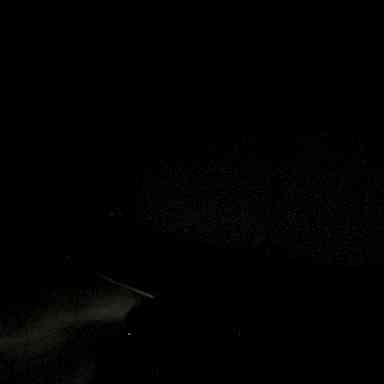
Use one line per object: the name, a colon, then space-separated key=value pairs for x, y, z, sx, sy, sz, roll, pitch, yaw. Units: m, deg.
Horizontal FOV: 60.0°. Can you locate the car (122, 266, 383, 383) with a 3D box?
car: x=1.467 y=1.486 z=3.112 sx=5.008 sy=1.535 sz=1.882 roll=0 pitch=0 yaw=37

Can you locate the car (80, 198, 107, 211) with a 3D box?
car: x=-11.908 y=1.531 z=41.247 sx=1.882 sy=1.535 sz=5.008 roll=0 pitch=0 yaw=13

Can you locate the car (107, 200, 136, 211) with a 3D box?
car: x=-8.300 y=1.661 z=41.590 sx=1.895 sy=1.301 sz=4.718 roll=0 pitch=0 yaw=14

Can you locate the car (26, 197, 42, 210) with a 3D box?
car: x=-18.745 y=1.537 z=43.638 sx=2.128 sy=1.511 sz=4.902 roll=0 pitch=0 yaw=14

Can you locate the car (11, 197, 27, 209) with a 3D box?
car: x=-22.567 y=1.389 z=42.485 sx=2.097 sy=1.767 sz=4.553 roll=0 pitch=0 yaw=13
